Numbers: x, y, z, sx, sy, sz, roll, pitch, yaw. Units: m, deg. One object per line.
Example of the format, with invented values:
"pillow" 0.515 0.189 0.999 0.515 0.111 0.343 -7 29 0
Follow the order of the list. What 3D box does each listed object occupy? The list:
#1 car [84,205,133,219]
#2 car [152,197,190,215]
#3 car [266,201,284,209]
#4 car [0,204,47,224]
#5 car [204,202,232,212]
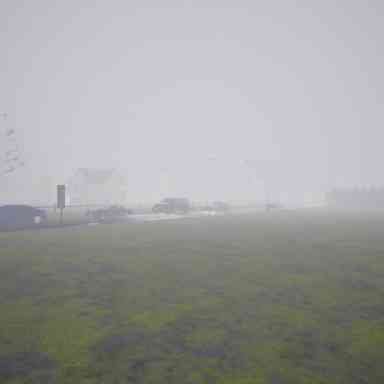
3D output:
"car" -8.133 1.922 32.709 1.895 1.301 4.718 1 0 36
"car" -2.473 1.674 40.643 2.150 2.045 5.566 1 0 36
"car" 15.094 2.388 60.251 1.994 1.385 4.181 1 0 35
"car" -13.536 1.671 25.116 1.882 1.535 5.008 1 0 35
"car" 3.930 2.146 49.576 2.033 1.411 5.357 1 0 36
